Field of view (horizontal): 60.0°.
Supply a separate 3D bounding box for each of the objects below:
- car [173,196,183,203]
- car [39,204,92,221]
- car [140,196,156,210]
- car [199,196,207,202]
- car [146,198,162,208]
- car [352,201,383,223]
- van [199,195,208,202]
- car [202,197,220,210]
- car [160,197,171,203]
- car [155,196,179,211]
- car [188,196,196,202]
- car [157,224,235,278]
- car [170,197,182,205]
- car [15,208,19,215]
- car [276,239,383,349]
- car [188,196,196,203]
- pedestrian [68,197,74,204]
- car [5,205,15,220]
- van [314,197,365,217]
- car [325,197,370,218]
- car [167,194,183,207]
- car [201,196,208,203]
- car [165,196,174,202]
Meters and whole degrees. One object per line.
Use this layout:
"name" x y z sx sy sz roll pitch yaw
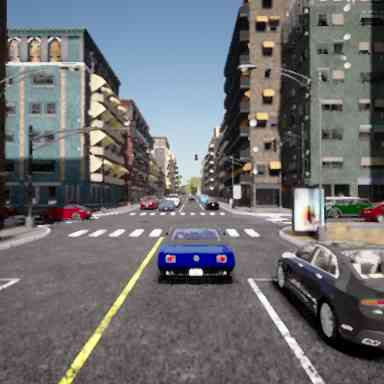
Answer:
"car" -3.003 1.662 72.753 1.837 1.490 4.892 0 0 0
"car" -10.789 1.717 28.474 4.181 1.385 1.994 -1 -1 9
"car" -5.677 1.413 44.470 2.192 1.841 5.009 1 0 0
"car" 2.698 1.731 83.427 1.887 1.381 4.507 1 0 0
"car" -5.681 1.655 50.041 1.887 1.381 4.507 1 0 0
"car" 13.702 1.453 22.869 4.206 1.307 1.802 0 -1 0
"van" 2.701 1.502 72.287 1.690 1.788 3.998 1 0 0
"car" 2.699 1.663 44.430 1.947 1.339 4.313 1 0 0
"car" -5.682 1.727 72.325 1.947 1.339 4.313 1 0 0
"car" -3.104 1.640 42.400 2.033 1.411 5.357 0 0 0
"car" -0.004 1.711 83.855 1.812 1.442 4.674 0 0 0
"car" 0.099 1.623 10.132 1.895 1.301 4.718 0 0 0
"car" -3.011 1.702 62.343 1.994 1.385 4.181 0 0 0
"car" -18.628 1.848 31.480 4.206 1.307 1.802 0 0 0
"car" 2.830 1.564 6.237 2.008 1.369 4.403 1 0 0
"car" -0.003 1.689 73.473 2.128 1.511 4.902 0 0 0
"pedestrian" -12.530 1.408 34.395 0.375 1.860 0.375 0 0 0
"car" -16.800 1.660 25.680 4.892 1.490 1.837 0 -1 1
"van" 13.763 1.351 31.251 3.998 1.788 1.690 0 -1 0
"car" 13.333 1.322 28.671 4.553 1.767 2.097 0 -1 0
"car" -3.080 1.337 52.402 2.150 2.045 5.566 0 0 0
"car" 2.699 1.692 50.001 1.802 1.307 4.206 1 0 0
"car" -5.683 1.752 83.467 1.947 1.339 4.313 1 0 0
